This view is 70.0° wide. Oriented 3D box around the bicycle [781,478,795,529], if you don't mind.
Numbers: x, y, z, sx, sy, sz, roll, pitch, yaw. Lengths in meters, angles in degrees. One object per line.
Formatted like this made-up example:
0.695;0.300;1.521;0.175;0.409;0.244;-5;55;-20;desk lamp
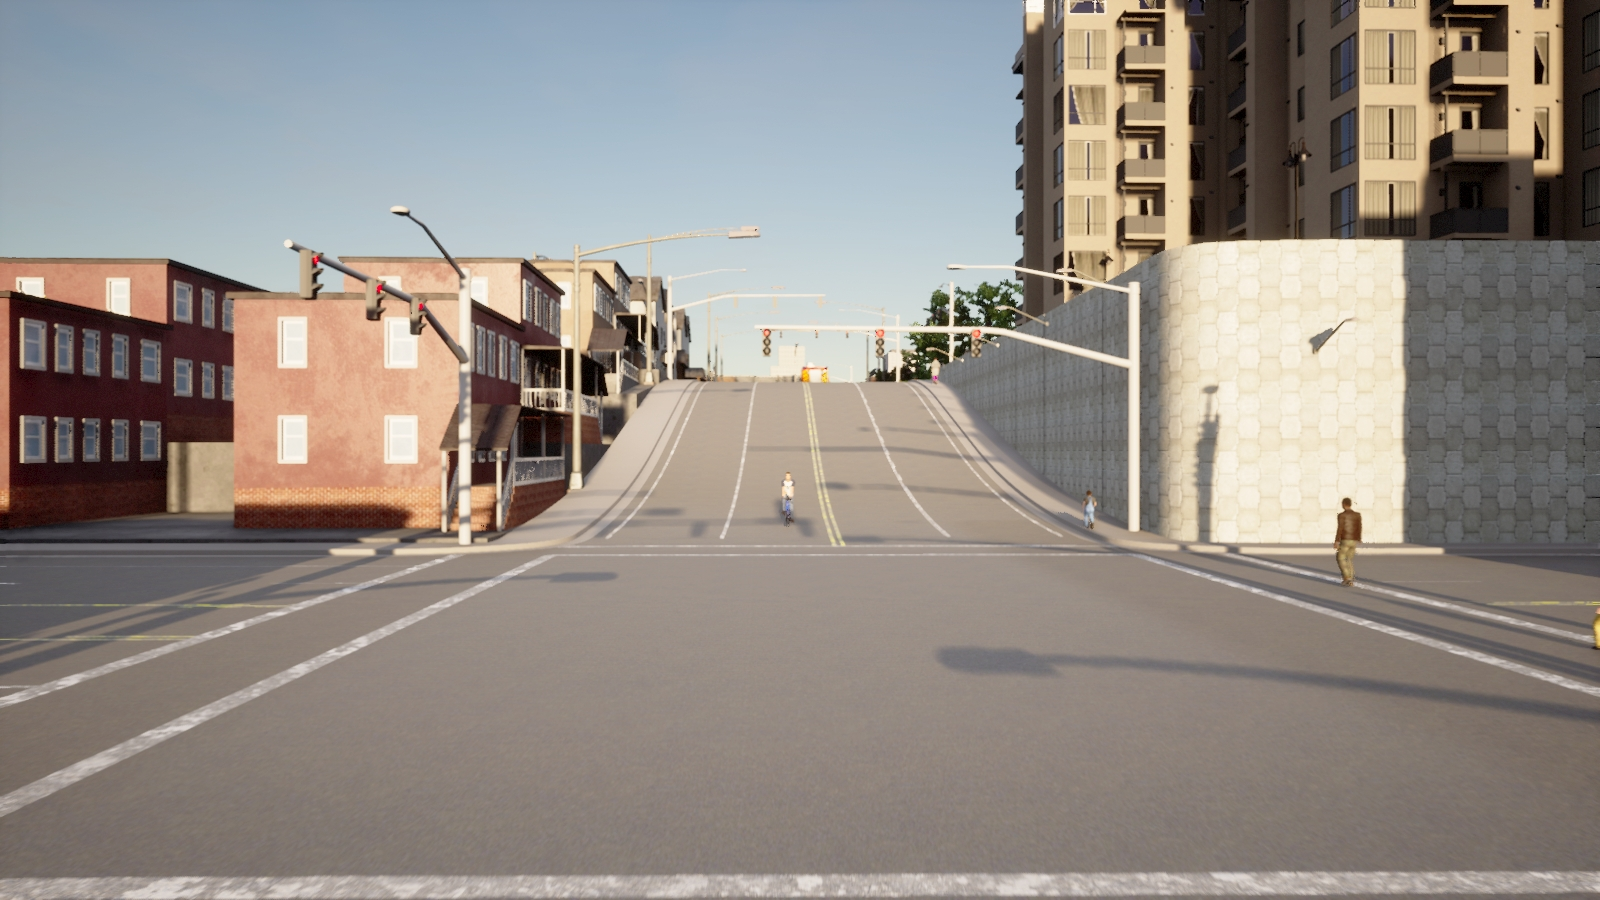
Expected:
-0.399;1.783;38.248;0.373;1.521;1.643;0;4;3;bicycle

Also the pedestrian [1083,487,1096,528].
9.252;1.825;36.523;0.375;1.300;0.375;0;0;6;pedestrian

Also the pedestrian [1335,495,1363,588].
11.173;1.849;23.250;0.375;1.860;0.375;0;0;-6;pedestrian
